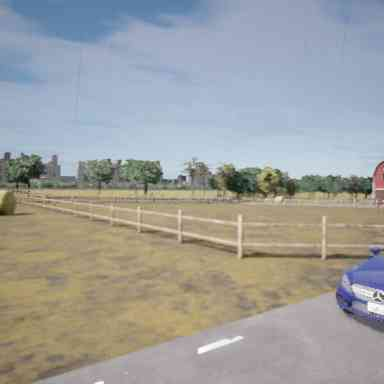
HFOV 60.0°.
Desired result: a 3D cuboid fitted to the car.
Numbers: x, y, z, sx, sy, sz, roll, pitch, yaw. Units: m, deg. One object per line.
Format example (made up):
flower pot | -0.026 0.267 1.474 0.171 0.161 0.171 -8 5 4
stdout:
car | 4.738 1.537 6.450 4.674 1.442 1.812 0 0 -36
